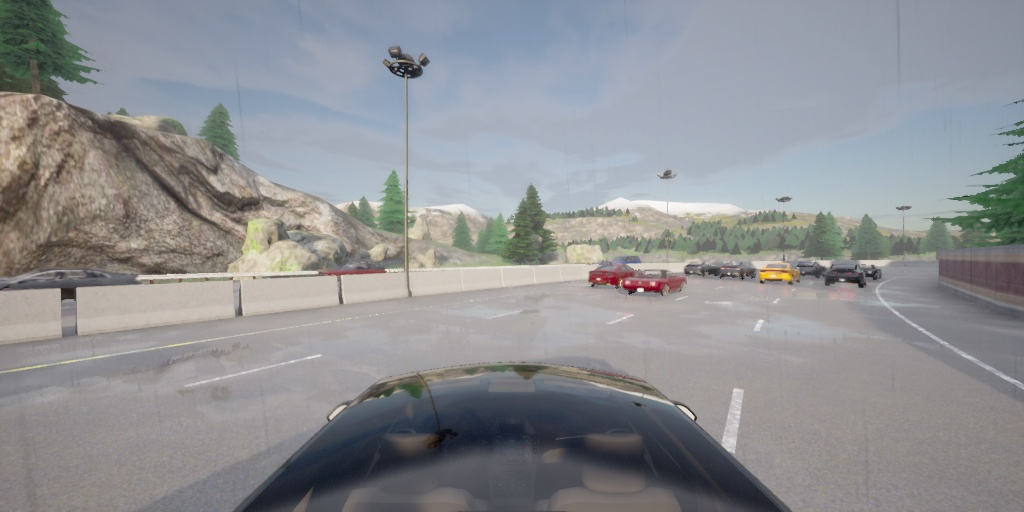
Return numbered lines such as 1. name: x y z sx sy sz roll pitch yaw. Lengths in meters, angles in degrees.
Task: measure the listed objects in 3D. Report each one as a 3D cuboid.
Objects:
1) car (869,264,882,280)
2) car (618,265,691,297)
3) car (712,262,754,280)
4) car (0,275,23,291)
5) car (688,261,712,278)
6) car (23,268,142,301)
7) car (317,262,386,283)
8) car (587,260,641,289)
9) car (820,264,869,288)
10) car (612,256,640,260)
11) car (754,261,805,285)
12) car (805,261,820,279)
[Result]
1. car: 30.407 1.351 30.975 4.718 1.301 1.895 0 0 -39
2. car: 7.658 1.351 18.947 1.895 1.301 4.718 0 0 41
3. car: 19.527 1.241 30.935 4.902 1.511 2.128 0 0 -42
4. car: -17.074 1.241 9.349 2.128 1.511 4.902 0 0 33
5. car: 18.277 1.241 34.483 4.902 1.511 2.128 0 0 -42
6. car: -18.132 1.241 14.159 2.128 1.511 4.902 0 0 34
7. car: -12.460 1.351 27.896 1.895 1.301 4.718 0 0 39
8. car: 6.820 1.228 23.228 1.882 1.535 5.008 0 0 42
9. car: 22.473 1.255 24.134 4.892 1.490 1.837 0 0 -43
10. car: 14.079 0.961 45.022 5.566 2.045 2.150 0 0 -40
11. car: 19.726 1.228 26.350 5.008 1.535 1.882 0 0 -44
12. car: 27.658 1.241 33.234 4.902 1.511 2.128 0 0 -39
